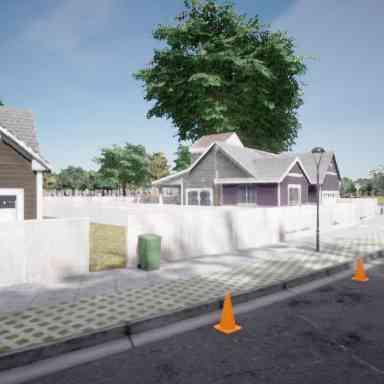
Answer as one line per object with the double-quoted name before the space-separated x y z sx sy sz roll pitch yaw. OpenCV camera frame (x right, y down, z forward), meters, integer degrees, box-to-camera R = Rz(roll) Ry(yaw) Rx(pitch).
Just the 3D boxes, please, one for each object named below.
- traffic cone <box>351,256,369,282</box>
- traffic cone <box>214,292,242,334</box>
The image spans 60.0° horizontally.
"traffic cone" 4.344 1.959 8.585 0.340 0.580 0.340 0 0 -41
"traffic cone" 0.589 1.956 5.493 0.340 0.580 0.340 0 0 -38
